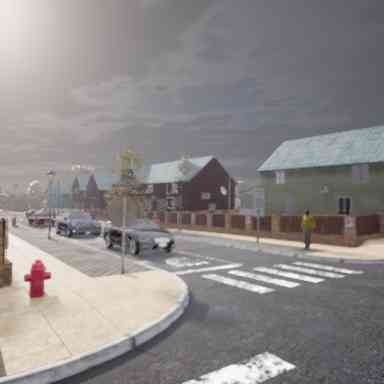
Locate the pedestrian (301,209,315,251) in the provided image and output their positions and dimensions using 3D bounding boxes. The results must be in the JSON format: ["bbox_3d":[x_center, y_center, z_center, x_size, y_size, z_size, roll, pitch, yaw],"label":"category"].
[{"bbox_3d":[5.116,1.644,14.772,0.375,1.860,0.375,0,0,-35],"label":"pedestrian"}]

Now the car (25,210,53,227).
[{"bbox_3d":[-15.368,2.817,34.070,1.895,1.301,4.718,2,-3,-34],"label":"car"}]

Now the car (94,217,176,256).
[{"bbox_3d":[-2.569,1.971,15.571,2.128,1.511,4.902,2,-3,-35],"label":"car"}]

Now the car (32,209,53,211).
[{"bbox_3d":[-20.434,3.092,46.549,2.097,1.767,4.553,2,-3,-35],"label":"car"}]

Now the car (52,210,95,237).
[{"bbox_3d":[-8.010,2.146,23.440,2.097,1.767,4.553,2,-3,-35],"label":"car"}]
